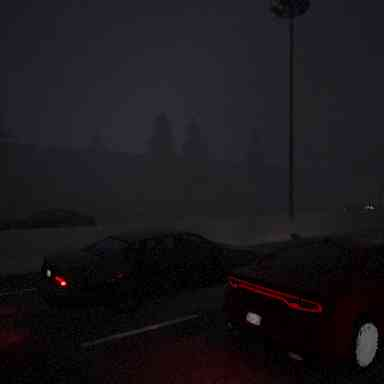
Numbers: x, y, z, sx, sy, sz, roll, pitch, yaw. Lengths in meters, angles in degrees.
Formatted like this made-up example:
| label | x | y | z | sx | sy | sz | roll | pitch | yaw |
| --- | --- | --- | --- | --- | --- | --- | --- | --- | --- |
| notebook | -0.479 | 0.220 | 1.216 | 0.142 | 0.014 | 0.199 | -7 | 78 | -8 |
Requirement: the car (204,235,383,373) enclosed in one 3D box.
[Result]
| label | x | y | z | sx | sy | sz | roll | pitch | yaw |
| --- | --- | --- | --- | --- | --- | --- | --- | --- | --- |
| car | 2.814 | 1.500 | 5.753 | 5.008 | 1.535 | 1.882 | 0 | 0 | -35 |

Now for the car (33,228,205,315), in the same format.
| label | x | y | z | sx | sy | sz | roll | pitch | yaw |
| --- | --- | --- | --- | --- | --- | --- | --- | --- | --- |
| car | -0.608 | 1.563 | 7.611 | 5.357 | 1.411 | 2.033 | 0 | 0 | -35 |

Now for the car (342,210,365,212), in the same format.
| label | x | y | z | sx | sy | sz | roll | pitch | yaw |
| --- | --- | --- | --- | --- | --- | --- | --- | --- | --- |
| car | 17.023 | 1.641 | 33.323 | 4.892 | 1.490 | 1.837 | 1 | -1 | -35 |

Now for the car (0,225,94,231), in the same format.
| label | x | y | z | sx | sy | sz | roll | pitch | yaw |
| --- | --- | --- | --- | --- | --- | --- | --- | --- | --- |
| car | -7.121 | 1.491 | 16.109 | 5.008 | 1.535 | 1.882 | 0 | 0 | -35 |
